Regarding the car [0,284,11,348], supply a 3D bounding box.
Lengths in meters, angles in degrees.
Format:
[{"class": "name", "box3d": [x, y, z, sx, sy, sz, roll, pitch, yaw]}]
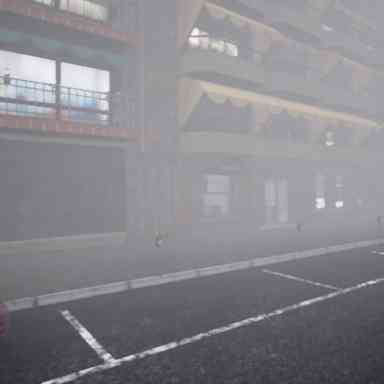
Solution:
[{"class": "car", "box3d": [-4.285, 1.587, 3.466, 4.206, 1.307, 1.802, 0, -1, -36]}]
